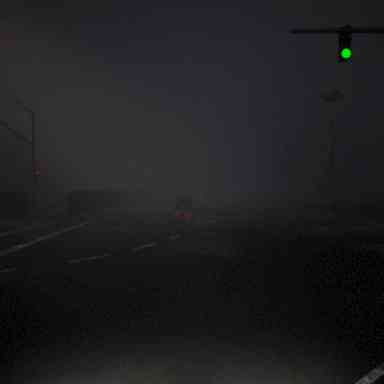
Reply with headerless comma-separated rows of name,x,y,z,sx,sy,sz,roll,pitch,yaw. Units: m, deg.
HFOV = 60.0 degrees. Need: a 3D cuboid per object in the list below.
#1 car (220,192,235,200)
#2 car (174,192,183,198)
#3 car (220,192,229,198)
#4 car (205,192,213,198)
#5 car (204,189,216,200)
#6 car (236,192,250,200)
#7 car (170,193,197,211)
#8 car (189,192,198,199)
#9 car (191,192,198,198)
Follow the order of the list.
car,7.128,0.990,68.108,1.895,1.301,4.718,0,0,2
car,-3.107,0.716,77.139,1.994,1.385,4.181,0,0,2
car,7.388,0.676,76.825,1.812,1.442,4.674,0,0,2
car,3.890,0.750,76.960,1.895,1.301,4.718,0,0,2
car,3.605,0.628,67.376,2.150,2.045,5.566,0,0,2
car,10.601,0.943,67.141,2.033,1.411,5.357,0,0,2
car,-0.831,1.178,36.022,2.128,1.511,4.902,0,0,2
car,0.391,0.685,77.034,2.128,1.511,4.902,0,0,2
car,0.119,1.005,67.901,1.895,1.301,4.718,0,0,2
